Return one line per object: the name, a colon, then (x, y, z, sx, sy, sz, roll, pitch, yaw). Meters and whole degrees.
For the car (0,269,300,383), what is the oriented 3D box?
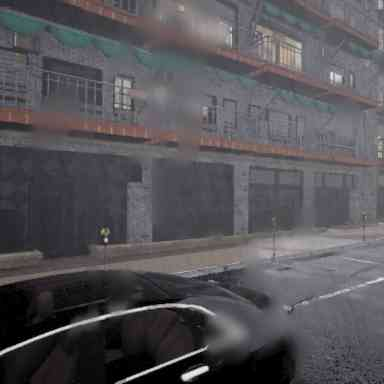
car: (-1.226, 1.504, 2.504, 4.892, 1.490, 1.837, 0, 0, -36)
